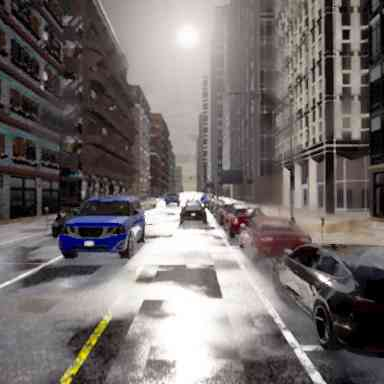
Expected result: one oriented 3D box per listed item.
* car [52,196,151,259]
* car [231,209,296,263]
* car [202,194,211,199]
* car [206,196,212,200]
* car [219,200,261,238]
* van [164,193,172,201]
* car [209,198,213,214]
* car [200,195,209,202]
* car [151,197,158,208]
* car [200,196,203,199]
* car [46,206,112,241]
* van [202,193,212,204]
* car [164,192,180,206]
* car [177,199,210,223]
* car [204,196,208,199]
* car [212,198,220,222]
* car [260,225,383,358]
[{"bbox_3d":[-3.098,1.190,12.788,2.150,2.045,5.566,0,0,0],"label":"car"},{"bbox_3d":[2.705,1.517,11.631,1.887,1.381,4.507,1,0,0],"label":"car"},{"bbox_3d":[2.712,1.456,51.189,1.802,1.307,4.206,1,0,0],"label":"car"},{"bbox_3d":[2.709,1.467,34.236,2.008,1.369,4.403,1,0,0],"label":"car"},{"bbox_3d":[2.707,1.398,17.282,1.967,1.590,4.097,1,0,0],"label":"car"},{"bbox_3d":[-5.745,1.142,79.478,1.690,1.788,3.998,1,0,0],"label":"van"},{"bbox_3d":[2.708,1.481,28.585,2.008,1.369,4.403,1,0,0],"label":"car"},{"bbox_3d":[2.717,1.397,73.793,1.802,1.307,4.206,1,0,0],"label":"car"},{"bbox_3d":[-5.668,1.414,45.372,1.752,1.417,4.829,1,0,0],"label":"car"},{"bbox_3d":[0.109,1.498,42.127,1.895,1.301,4.718,0,0,0],"label":"car"},{"bbox_3d":[-5.675,1.524,17.286,1.947,1.339,4.313,1,0,0],"label":"car"},{"bbox_3d":[2.718,1.186,62.491,1.690,1.788,3.998,1,0,0],"label":"van"},{"bbox_3d":[-3.065,1.092,53.020,2.150,2.045,5.566,0,0,0],"label":"car"},{"bbox_3d":[0.103,1.504,24.823,1.994,1.385,4.181,0,0,0],"label":"car"},{"bbox_3d":[2.710,1.485,39.887,1.802,1.307,4.206,1,0,0],"label":"car"},{"bbox_3d":[2.709,1.384,22.933,1.967,1.590,4.097,1,0,0],"label":"car"},{"bbox_3d":[2.703,1.552,5.980,1.947,1.339,4.313,1,0,0],"label":"car"}]
